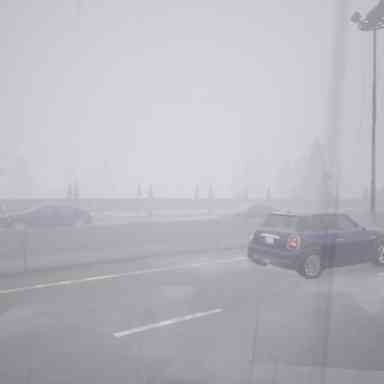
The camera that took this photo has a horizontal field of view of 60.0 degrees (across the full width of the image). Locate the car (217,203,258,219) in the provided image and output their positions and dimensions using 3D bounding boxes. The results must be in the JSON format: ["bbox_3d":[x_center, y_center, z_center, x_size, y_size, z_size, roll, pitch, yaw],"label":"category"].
[{"bbox_3d":[3.883,1.484,22.099,4.674,1.442,1.812,0,0,-25],"label":"car"}]

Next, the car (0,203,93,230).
[{"bbox_3d":[-8.305,1.389,19.228,5.008,1.535,1.882,0,0,-32],"label":"car"}]

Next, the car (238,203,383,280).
[{"bbox_3d":[3.941,1.331,10.032,4.553,1.767,2.097,0,0,-30],"label":"car"}]
